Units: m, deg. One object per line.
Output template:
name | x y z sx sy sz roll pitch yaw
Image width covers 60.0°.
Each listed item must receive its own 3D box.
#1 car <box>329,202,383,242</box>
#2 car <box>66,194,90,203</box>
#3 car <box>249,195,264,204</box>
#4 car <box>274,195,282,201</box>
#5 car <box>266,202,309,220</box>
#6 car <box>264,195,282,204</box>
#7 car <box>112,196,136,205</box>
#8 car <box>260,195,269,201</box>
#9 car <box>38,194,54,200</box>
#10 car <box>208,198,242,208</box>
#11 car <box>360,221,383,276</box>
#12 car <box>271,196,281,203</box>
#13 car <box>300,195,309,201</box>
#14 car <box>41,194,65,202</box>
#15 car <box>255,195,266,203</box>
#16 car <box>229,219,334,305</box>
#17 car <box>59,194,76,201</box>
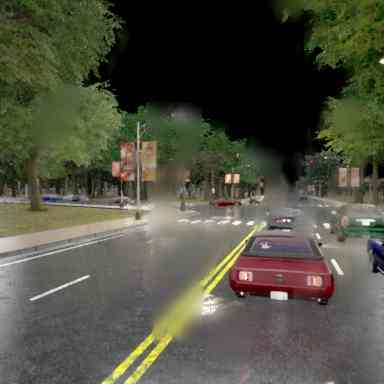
car | 8.010 1.351 16.197 2.097 1.767 4.553 0 0 17
car | -21.202 1.296 63.059 4.902 1.511 2.128 0 0 41
car | 12.151 1.552 63.643 2.033 1.411 5.357 0 0 18
car | 21.292 1.486 82.341 1.882 1.535 5.008 0 0 17
car | 4.872 1.504 17.057 1.837 1.490 4.892 0 0 17
car | 15.228 1.552 62.609 2.033 1.411 5.357 0 0 18
car | -11.238 1.393 54.642 4.674 1.442 1.812 0 0 40
car | 18.069 1.533 82.912 1.812 1.442 4.674 0 0 17
car | -37.337 1.223 85.100 4.674 1.442 1.812 0 0 40
car | 4.702 1.555 47.218 4.718 1.301 1.895 0 0 -4
car | 5.432 1.601 7.585 1.895 1.301 4.718 0 0 16
car | 18.267 1.602 72.422 1.895 1.301 4.718 0 0 17
car | 30.400 1.518 89.918 1.837 1.490 4.892 0 0 17
car | -29.472 1.235 70.032 5.008 1.535 1.882 0 0 40
car | 15.073 1.484 73.094 1.882 1.535 5.008 0 0 17
car | 2.222 1.601 8.185 1.895 1.301 4.718 0 0 17
car | -29.463 1.259 78.504 4.674 1.442 1.812 0 0 40
